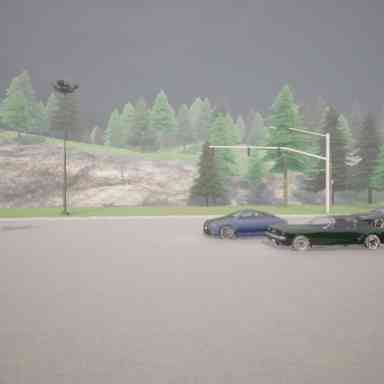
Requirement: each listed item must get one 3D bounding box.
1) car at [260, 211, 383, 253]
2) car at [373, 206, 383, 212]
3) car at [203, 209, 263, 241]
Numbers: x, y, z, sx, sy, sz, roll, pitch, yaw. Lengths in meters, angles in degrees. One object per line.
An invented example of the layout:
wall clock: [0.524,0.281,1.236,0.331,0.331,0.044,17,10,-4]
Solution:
car: [5.414,1.601,13.331,4.718,1.301,1.895,0,0,-7]
car: [12.932,1.547,21.150,5.357,1.411,2.033,0,0,-4]
car: [2.670,1.564,16.438,4.181,1.385,1.994,0,0,-8]
